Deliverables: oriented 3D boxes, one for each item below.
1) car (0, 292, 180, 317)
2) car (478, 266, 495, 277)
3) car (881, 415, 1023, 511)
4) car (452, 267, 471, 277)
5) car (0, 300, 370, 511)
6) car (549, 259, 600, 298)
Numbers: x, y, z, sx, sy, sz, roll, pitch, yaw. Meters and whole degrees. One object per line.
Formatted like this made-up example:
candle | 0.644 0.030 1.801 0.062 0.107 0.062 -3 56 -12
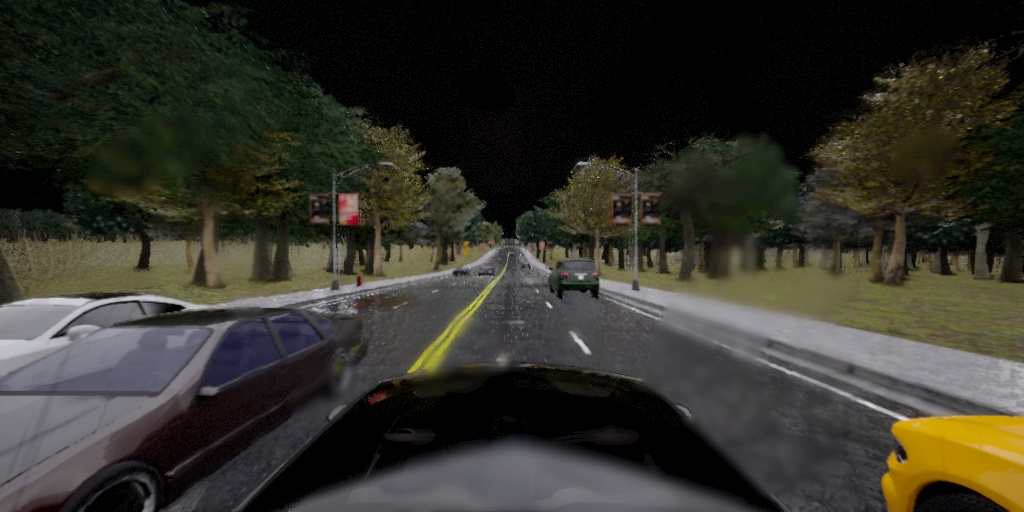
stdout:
car | -6.586 1.311 5.299 1.812 1.442 4.674 0 -1 0
car | -3.305 1.994 47.310 1.994 1.385 4.181 0 -1 0
car | 3.348 1.214 0.233 1.882 1.535 5.008 0 -1 0
car | -6.567 2.020 46.703 1.895 1.301 4.718 0 -1 0
car | -3.350 1.319 3.866 2.033 1.411 5.357 0 -1 0
car | 3.352 1.182 20.142 2.150 2.045 5.566 0 -1 0
